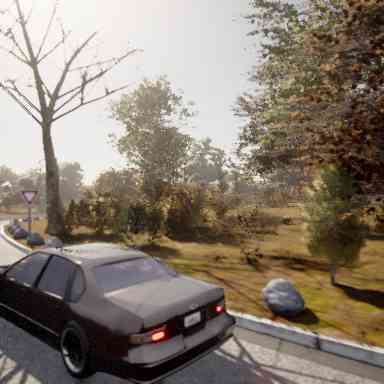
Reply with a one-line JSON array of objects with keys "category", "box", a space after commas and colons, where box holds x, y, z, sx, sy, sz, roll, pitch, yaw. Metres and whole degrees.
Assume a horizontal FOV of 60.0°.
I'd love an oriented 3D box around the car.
[{"category": "car", "box": [-1.889, 1.594, 5.616, 5.357, 1.411, 2.033, -1, 0, 41]}]
